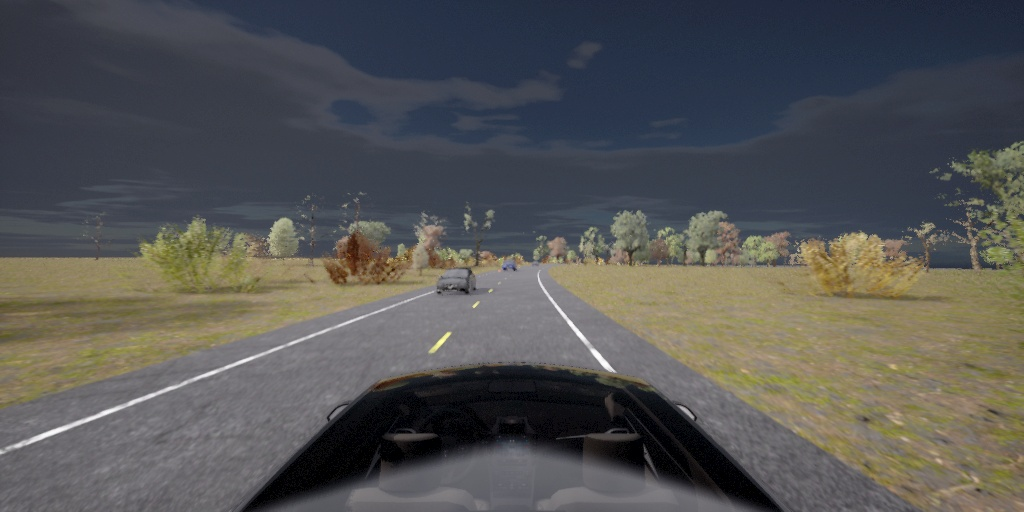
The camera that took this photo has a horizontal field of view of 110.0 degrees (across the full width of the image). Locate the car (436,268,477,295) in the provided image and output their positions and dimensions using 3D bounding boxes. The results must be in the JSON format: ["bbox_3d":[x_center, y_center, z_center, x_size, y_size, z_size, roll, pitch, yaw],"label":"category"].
[{"bbox_3d":[-3.250,1.474,21.720,1.837,1.490,4.892,0,-1,2],"label":"car"}]

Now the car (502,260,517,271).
[{"bbox_3d":[-0.423,1.669,63.793,2.150,2.045,5.566,0,-1,6],"label":"car"}]
